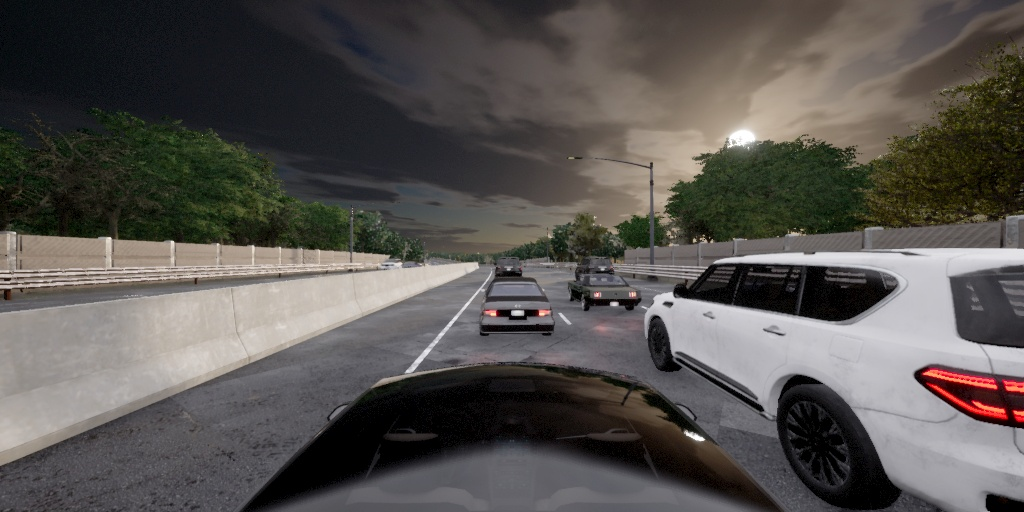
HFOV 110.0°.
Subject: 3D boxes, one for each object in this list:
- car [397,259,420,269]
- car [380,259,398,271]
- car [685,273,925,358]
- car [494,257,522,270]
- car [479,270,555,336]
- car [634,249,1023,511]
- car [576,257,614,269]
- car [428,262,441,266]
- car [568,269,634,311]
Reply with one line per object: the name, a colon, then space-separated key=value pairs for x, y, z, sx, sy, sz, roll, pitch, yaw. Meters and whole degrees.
car: x=-15.406 y=1.539 z=54.568 sx=2.097 sy=1.767 sz=4.553 roll=0 pitch=-1 yaw=-2
car: x=-18.990 y=1.443 z=56.738 sx=2.150 sy=2.045 sz=5.566 roll=0 pitch=-1 yaw=-2
car: x=7.051 y=1.299 z=9.722 sx=2.033 sy=1.411 sz=5.357 roll=0 pitch=0 yaw=-2
car: x=-0.314 y=1.117 z=29.448 sx=2.150 sy=2.045 sz=5.566 roll=0 pitch=-1 yaw=-1
car: x=0.053 y=1.300 z=10.355 sx=2.033 sy=1.411 sz=5.357 roll=0 pitch=0 yaw=-2
car: x=3.569 y=0.970 z=4.472 sx=2.150 sy=2.045 sz=5.566 roll=0 pitch=0 yaw=1
car: x=6.689 y=1.115 z=29.420 sx=2.150 sy=2.045 sz=5.566 roll=0 pitch=-1 yaw=-1
car: x=-11.931 y=1.688 z=55.305 sx=2.128 sy=1.511 sz=4.902 roll=0 pitch=-1 yaw=-2
car: x=3.484 y=1.365 z=14.502 sx=1.895 sy=1.301 sz=4.718 roll=0 pitch=0 yaw=-1
